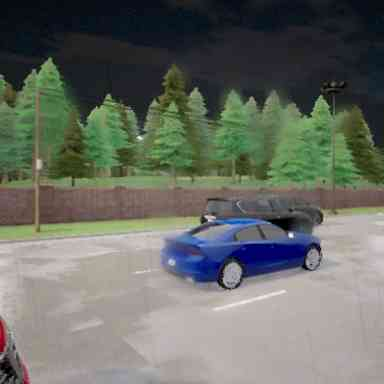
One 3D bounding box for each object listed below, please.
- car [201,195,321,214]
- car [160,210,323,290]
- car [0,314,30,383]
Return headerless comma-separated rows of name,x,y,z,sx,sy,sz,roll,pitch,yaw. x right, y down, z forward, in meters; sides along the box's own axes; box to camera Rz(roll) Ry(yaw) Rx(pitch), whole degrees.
car,2.862,1.213,14.383,5.566,2.045,2.150,0,0,-35
car,1.540,1.472,9.143,5.008,1.535,1.882,0,0,-35
car,-3.630,1.224,1.158,5.566,2.045,2.150,0,0,-35
